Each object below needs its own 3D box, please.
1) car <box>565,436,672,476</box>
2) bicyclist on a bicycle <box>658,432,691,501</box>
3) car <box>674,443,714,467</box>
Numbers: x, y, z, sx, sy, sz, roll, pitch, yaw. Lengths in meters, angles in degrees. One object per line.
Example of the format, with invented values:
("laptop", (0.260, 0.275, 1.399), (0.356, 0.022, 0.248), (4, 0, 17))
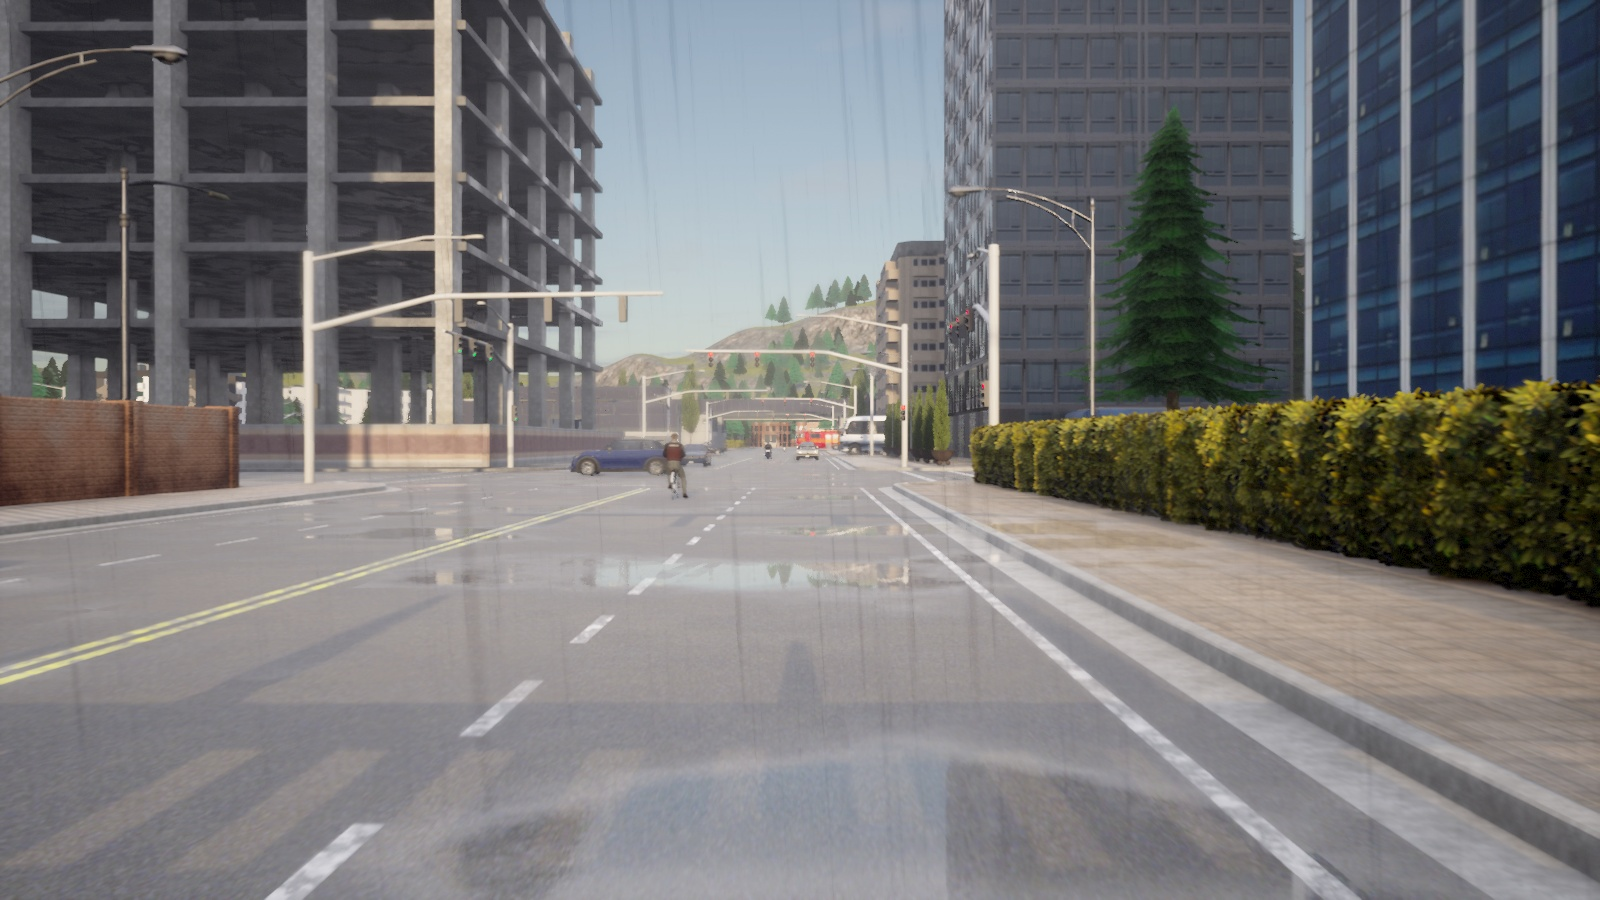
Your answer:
("car", (-8.101, 0.244, 56.379), (4.553, 1.767, 2.097), (0, 0, -1))
("bicyclist on a bicycle", (-3.294, 0.414, 33.054), (0.659, 1.776, 1.843), (0, 1, 0))
("car", (-6.534, 0.289, 78.053), (2.033, 1.411, 5.357), (0, 0, 0))
